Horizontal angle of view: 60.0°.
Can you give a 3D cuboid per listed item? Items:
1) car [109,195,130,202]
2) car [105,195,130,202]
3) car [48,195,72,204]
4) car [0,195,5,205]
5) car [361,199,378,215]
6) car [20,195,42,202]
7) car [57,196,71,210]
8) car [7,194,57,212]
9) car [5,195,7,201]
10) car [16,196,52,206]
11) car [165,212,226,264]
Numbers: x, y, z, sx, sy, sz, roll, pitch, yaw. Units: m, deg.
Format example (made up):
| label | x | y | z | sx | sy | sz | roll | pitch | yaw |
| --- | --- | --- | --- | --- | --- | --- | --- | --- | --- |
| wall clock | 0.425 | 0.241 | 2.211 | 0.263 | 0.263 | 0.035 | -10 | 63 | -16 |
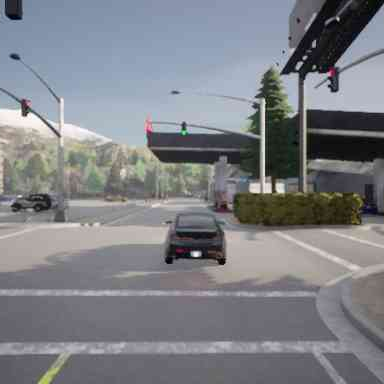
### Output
| label | x | y | z | sx | sy | sz | roll | pitch | yaw |
| --- | --- | --- | --- | --- | --- | --- | --- | --- | --- |
| car | -16.489 | 1.429 | 75.738 | 4.514 | 1.523 | 2.007 | 0 | 0 | 0 |
| car | -16.419 | 1.416 | 72.601 | 5.027 | 1.636 | 2.152 | 0 | 0 | 0 |
| car | -24.026 | 1.392 | 60.712 | 3.633 | 1.501 | 1.845 | 0 | 0 | 0 |
| car | -24.653 | 1.144 | 38.259 | 4.605 | 1.855 | 1.932 | 0 | 0 | 0 |
| car | 17.237 | 1.520 | 34.662 | 2.242 | 1.667 | 4.611 | 0 | 0 | 0 |
| car | -35.085 | 1.472 | 72.643 | 3.806 | 1.475 | 1.970 | 0 | 0 | 0 |
| car | -16.174 | 1.407 | 38.345 | 3.806 | 1.475 | 1.970 | 0 | 0 | 0 |
| car | -16.766 | 1.119 | 35.017 | 3.866 | 1.878 | 1.905 | 0 | 0 | 0 |
| car | -42.523 | 1.465 | 75.581 | 3.633 | 1.501 | 1.845 | 0 | 0 | 0 |
| car | -24.012 | 1.359 | 50.719 | 4.514 | 1.523 | 2.007 | 0 | 0 | 0 |
| car | 0.120 | 1.453 | 11.644 | 1.837 | 1.490 | 4.892 | 1 | 0 | 0 |
